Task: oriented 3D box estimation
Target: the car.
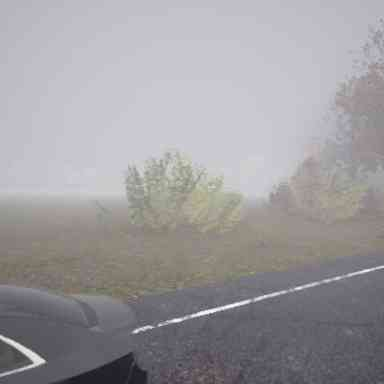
[{"bbox_3d":[-2.656,1.502,2.070,4.892,1.490,1.837,0,0,-35],"label":"car"}]
